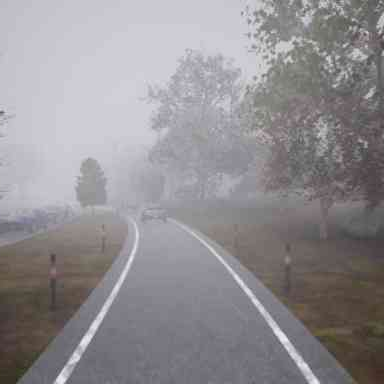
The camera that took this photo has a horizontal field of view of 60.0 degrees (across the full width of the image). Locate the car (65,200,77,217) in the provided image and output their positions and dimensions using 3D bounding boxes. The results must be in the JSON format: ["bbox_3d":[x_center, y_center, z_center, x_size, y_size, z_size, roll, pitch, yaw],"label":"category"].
[{"bbox_3d":[-13.268,1.917,33.635,2.097,1.535,5.008,0,-1,-13],"label":"car"}]

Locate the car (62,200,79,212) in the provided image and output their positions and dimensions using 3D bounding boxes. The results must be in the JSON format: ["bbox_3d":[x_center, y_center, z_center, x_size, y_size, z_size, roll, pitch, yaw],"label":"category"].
[{"bbox_3d":[-18.065,2.010,49.697,2.097,1.535,5.008,-2,0,-18],"label":"car"}]

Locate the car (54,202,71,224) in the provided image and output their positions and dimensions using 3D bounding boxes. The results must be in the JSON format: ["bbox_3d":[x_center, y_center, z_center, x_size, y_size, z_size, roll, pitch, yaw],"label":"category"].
[{"bbox_3d":[-11.982,1.859,28.072,2.231,1.521,4.892,0,-1,-11],"label":"car"}]

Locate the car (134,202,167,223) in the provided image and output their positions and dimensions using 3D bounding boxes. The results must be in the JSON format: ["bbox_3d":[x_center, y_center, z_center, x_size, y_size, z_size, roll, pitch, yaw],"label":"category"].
[{"bbox_3d":[-3.137,1.551,26.131,2.128,1.511,4.902,-1,0,-13],"label":"car"}]

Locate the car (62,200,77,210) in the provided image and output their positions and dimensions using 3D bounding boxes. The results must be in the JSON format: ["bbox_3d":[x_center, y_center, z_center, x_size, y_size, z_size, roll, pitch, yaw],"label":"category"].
[{"bbox_3d":[-20.401,2.115,55.379,2.002,1.452,4.674,1,-1,-23],"label":"car"}]

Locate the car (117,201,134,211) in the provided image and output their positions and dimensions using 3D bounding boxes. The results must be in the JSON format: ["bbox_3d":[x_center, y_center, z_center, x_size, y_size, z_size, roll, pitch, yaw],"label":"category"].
[{"bbox_3d":[-8.342,1.741,42.232,1.895,1.301,4.718,-1,0,-22],"label":"car"}]

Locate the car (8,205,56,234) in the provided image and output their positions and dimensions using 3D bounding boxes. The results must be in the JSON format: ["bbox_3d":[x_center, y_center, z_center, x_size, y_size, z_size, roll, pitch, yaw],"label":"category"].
[{"bbox_3d":[-10.838,1.812,21.849,2.097,1.535,5.008,0,-1,-9],"label":"car"}]
